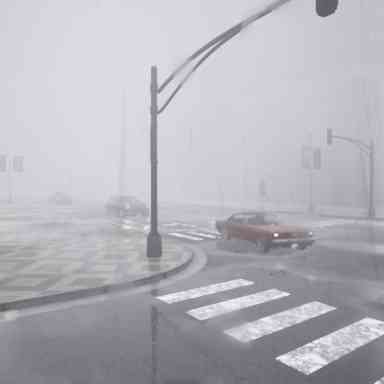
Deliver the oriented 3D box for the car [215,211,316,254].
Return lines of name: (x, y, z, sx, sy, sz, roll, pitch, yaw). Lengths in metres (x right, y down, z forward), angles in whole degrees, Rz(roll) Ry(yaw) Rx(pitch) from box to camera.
car: (2.739, 1.498, 13.430, 1.895, 1.301, 4.718, 0, 1, -21)

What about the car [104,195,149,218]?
car: (-5.183, 1.038, 26.215, 2.097, 1.767, 4.553, 0, 1, -36)

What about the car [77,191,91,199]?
car: (-21.705, 0.520, 66.168, 1.882, 1.535, 5.008, 0, 1, -36)

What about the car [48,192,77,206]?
car: (-16.661, 0.752, 42.174, 2.097, 1.767, 4.553, 0, 1, -36)
